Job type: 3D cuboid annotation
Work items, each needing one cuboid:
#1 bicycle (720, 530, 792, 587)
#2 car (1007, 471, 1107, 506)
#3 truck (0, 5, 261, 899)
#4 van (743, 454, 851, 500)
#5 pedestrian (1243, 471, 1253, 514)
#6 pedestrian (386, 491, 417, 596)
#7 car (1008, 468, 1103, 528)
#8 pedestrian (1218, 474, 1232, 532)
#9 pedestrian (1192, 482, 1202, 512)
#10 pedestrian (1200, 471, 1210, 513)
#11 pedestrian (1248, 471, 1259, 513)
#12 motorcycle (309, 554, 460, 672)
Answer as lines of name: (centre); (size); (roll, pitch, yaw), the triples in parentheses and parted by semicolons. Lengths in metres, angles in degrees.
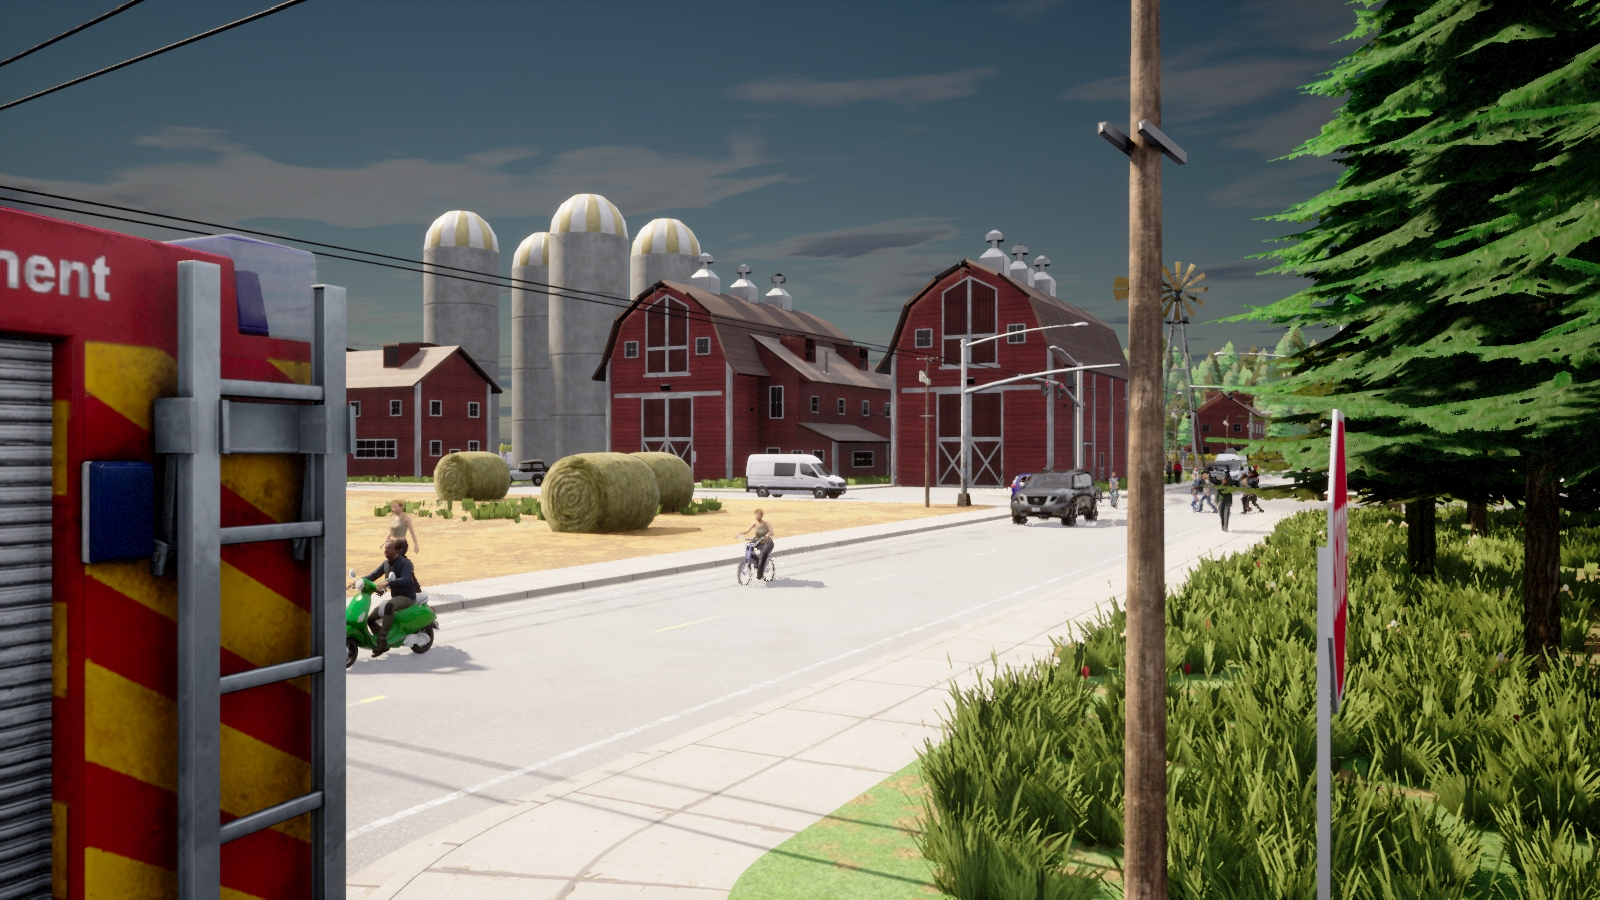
bicycle: (-0.914, 2.255, 23.995); (0.859, 1.080, 1.487); (0, -2, 29)
car: (13.219, 1.946, 58.809); (4.611, 1.667, 2.242); (0, 0, 27)
truck: (-6.086, 0.866, 3.634); (8.468, 3.827, 2.891); (0, 0, 22)
van: (-0.188, 1.504, 65.713); (5.915, 2.561, 1.988); (0, 0, 27)
pedestrian: (19.580, 1.848, 49.901); (0.375, 1.860, 0.375); (0, 0, 28)
pedestrian: (-7.263, 1.694, 20.833); (0.375, 1.860, 0.375); (0, 0, 34)
car: (9.880, 1.779, 43.842); (2.150, 2.045, 5.566); (0, 0, 28)
pedestrian: (13.762, 1.696, 36.973); (0.375, 1.860, 0.375); (0, 0, 12)
pedestrian: (17.925, 2.124, 51.598); (0.375, 1.300, 0.375); (0, 0, 31)
pedestrian: (18.005, 1.848, 50.742); (0.375, 1.860, 0.375); (0, 0, 27)
pedestrian: (20.076, 1.842, 50.571); (0.375, 1.860, 0.375); (0, 0, 35)
motorcycle: (-5.557, 2.142, 15.380); (0.856, 1.316, 1.805); (0, 0, 28)
